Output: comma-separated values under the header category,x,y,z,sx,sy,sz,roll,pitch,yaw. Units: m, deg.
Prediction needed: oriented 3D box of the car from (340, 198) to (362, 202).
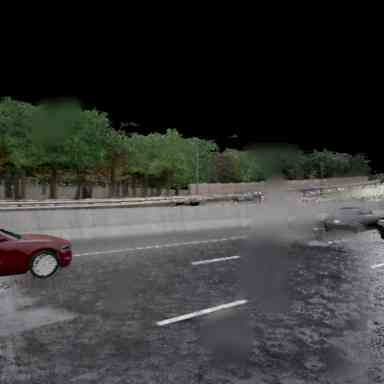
category,x,y,z,sx,sy,sz,roll,pitch,yaw
car,22.088,1.545,46.078,5.357,1.411,2.033,0,0,-36

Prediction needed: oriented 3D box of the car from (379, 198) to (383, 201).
category,x,y,z,sx,sy,sz,roll,pitch,yaw
car,26.703,1.465,45.106,5.008,1.535,1.882,0,0,-36

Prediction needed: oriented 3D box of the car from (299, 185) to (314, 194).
category,x,y,z,sx,sy,sz,roll,pitch,yaw
car,28.443,-0.707,82.481,2.150,2.045,5.566,0,3,41

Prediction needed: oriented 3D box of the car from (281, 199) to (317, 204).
category,x,y,z,sx,sy,sz,roll,pitch,yaw
car,11.665,1.607,34.125,4.718,1.301,1.895,0,0,-36

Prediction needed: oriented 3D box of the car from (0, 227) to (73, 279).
category,x,y,z,sx,sy,sz,roll,pitch,yaw
car,-5.628,1.464,8.346,5.008,1.535,1.882,0,0,-36

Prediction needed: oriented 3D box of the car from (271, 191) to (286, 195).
category,x,y,z,sx,sy,sz,roll,pitch,yaw
car,18.438,0.512,70.640,2.128,1.511,4.902,0,2,38

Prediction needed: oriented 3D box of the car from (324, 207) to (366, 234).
category,x,y,z,sx,sy,sz,roll,pitch,yaw
car,9.542,1.573,19.342,4.181,1.385,1.994,0,0,-36

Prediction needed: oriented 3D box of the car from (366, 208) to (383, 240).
category,x,y,z,sx,sy,sz,roll,pitch,yaw
car,10.726,1.504,15.876,4.902,1.511,2.128,0,0,-36

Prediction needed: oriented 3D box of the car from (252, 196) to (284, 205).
category,x,y,z,sx,sy,sz,roll,pitch,yaw
car,9.231,1.506,36.681,4.892,1.490,1.837,0,0,-36

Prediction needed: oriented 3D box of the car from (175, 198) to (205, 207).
category,x,y,z,sx,sy,sz,roll,pitch,yaw
car,-0.261,1.452,45.020,1.895,1.301,4.718,0,1,34

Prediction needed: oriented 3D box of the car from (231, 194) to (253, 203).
category,x,y,z,sx,sy,sz,roll,pitch,yaw
car,8.818,1.071,58.117,2.033,1.411,5.357,0,2,36
